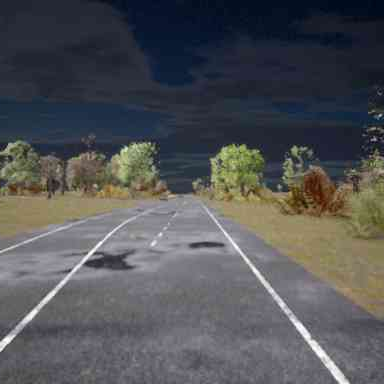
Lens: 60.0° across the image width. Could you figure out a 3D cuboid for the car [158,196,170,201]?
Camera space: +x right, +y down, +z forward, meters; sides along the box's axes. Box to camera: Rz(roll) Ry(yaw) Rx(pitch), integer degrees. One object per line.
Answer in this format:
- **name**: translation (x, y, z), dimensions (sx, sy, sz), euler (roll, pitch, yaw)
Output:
- **car**: translation (-6.795, 1.711, 77.360), dimensions (1.895, 1.301, 4.718), euler (0, 0, 0)
